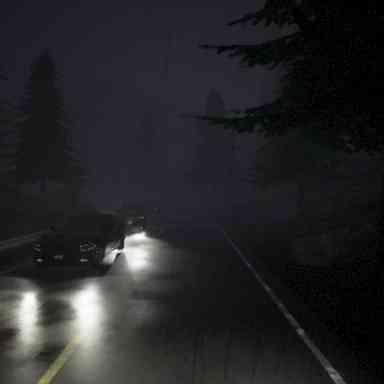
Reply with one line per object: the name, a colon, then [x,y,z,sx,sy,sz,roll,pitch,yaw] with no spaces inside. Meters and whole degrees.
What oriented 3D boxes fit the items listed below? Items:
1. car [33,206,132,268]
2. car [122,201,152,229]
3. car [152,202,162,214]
car: [-3.584,1.477,11.439,1.882,1.535,5.008,0,0,0]
car: [-3.858,1.490,21.590,2.128,1.511,4.902,0,0,-7]
car: [-4.845,1.561,33.712,1.994,1.385,4.181,0,0,-41]
